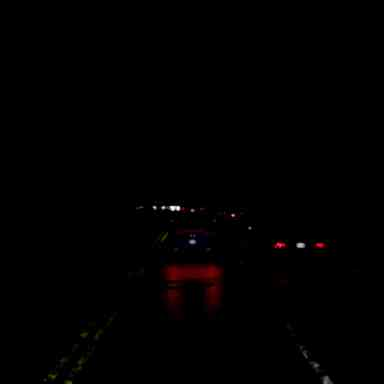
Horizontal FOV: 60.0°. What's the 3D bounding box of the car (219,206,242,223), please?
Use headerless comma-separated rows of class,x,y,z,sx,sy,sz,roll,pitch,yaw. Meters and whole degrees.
car,3.299,1.845,28.425,1.994,1.385,4.181,0,0,0

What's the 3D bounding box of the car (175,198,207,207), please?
car,0.040,1.498,27.560,2.150,2.045,5.566,0,0,0

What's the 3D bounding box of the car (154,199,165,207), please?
car,-6.435,2.120,66.036,1.882,1.535,5.008,0,-1,0

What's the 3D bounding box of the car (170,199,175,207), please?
car,-3.189,2.145,66.050,2.128,1.511,4.902,0,-1,0

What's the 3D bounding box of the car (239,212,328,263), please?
car,3.272,1.674,12.487,2.033,1.411,5.357,0,-1,0

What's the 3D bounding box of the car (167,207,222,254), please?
car,0.043,1.621,14.215,1.882,1.535,5.008,0,0,1
